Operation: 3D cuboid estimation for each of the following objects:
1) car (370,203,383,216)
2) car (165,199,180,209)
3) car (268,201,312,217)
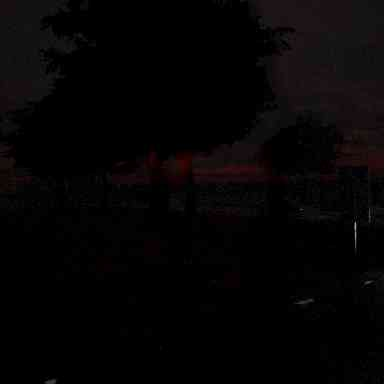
[{"bbox_3d":[17.470,1.594,29.965,1.895,1.301,4.718,-4,3,-31],"label":"car"},{"bbox_3d":[-3.719,2.060,58.070,2.128,1.511,4.902,-3,0,-29],"label":"car"},{"bbox_3d":[10.122,1.714,34.676,1.837,1.490,4.892,-3,1,-32],"label":"car"}]
